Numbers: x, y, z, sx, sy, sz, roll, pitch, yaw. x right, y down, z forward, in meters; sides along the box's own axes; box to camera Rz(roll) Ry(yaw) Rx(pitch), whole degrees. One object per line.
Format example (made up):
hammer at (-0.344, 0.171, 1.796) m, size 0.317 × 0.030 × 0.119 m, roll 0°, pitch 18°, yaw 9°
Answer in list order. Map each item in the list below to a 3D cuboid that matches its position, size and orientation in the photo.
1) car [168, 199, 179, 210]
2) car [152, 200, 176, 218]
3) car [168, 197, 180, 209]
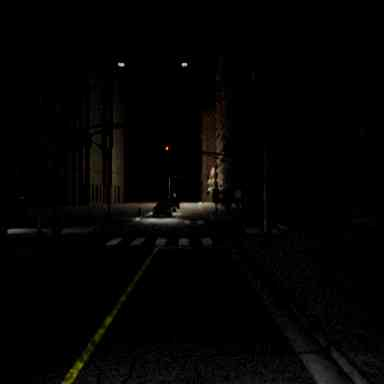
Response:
car at (-3.173, 2.080, 46.222) m, size 1.812 × 1.442 × 4.674 m, roll 0°, pitch -1°, yaw 0°
car at (-3.156, 1.913, 36.260) m, size 1.882 × 1.535 × 5.008 m, roll 0°, pitch -1°, yaw 0°
car at (-3.176, 1.903, 56.935) m, size 2.150 × 2.045 × 5.566 m, roll 0°, pitch -1°, yaw 1°
